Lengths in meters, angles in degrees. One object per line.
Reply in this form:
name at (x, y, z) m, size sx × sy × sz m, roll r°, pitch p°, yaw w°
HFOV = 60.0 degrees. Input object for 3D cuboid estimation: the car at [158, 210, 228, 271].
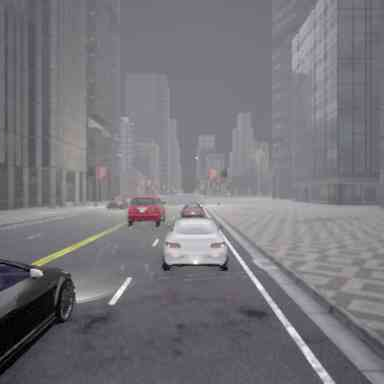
car at (0.093, 1.554, 10.923) m, size 1.812 × 1.442 × 4.674 m, roll 0°, pitch 0°, yaw 0°

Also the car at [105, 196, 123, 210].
car at (-9.833, 1.423, 43.643) m, size 2.097 × 1.767 × 4.553 m, roll 0°, pitch 0°, yaw 0°

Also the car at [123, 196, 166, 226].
car at (-3.165, 1.283, 23.862) m, size 2.150 × 2.045 × 5.566 m, roll 0°, pitch 0°, yaw 0°

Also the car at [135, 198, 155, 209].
car at (-6.552, 1.620, 47.085) m, size 2.033 × 1.411 × 5.357 m, roll 0°, pitch 0°, yaw 1°

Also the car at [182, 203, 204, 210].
car at (0.082, 1.630, 28.458) m, size 1.994 × 1.385 × 4.181 m, roll 0°, pitch 0°, yaw 0°

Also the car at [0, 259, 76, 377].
car at (-3.150, 1.577, 4.520) m, size 1.994 × 1.385 × 4.181 m, roll 0°, pitch 0°, yaw 0°
